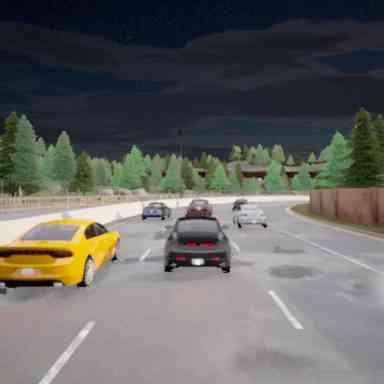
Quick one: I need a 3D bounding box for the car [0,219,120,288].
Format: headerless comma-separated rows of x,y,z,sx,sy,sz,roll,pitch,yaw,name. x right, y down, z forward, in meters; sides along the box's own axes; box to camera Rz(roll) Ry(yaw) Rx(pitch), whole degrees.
-3.345,1.479,9.280,1.882,1.535,5.008,0,0,0,car

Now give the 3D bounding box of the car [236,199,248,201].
6.020,1.559,39.830,1.837,1.490,4.892,0,0,12,car

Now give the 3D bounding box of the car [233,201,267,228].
3.819,1.557,22.345,1.812,1.442,4.674,0,0,2,car

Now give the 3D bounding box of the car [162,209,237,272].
0.166,1.516,10.827,1.837,1.490,4.892,0,0,0,car

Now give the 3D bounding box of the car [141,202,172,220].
-2.888,1.568,27.916,2.033,1.411,5.357,0,0,5,car

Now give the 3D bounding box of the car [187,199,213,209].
0.740,1.382,28.724,2.097,1.767,4.553,0,0,5,car
